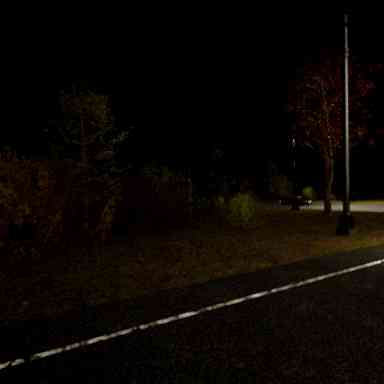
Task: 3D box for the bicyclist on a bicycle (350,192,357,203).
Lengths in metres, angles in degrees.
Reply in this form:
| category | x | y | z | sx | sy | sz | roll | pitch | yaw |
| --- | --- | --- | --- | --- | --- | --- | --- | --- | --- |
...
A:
| category | x | y | z | sx | sy | sz | roll | pitch | yaw |
| --- | --- | --- | --- | --- | --- | --- | --- | --- | --- |
| bicyclist on a bicycle | 22.844 | 0.822 | 47.161 | 1.656 | 1.620 | 0.582 | -1 | 0 | -31 |

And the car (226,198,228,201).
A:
| category | x | y | z | sx | sy | sz | roll | pitch | yaw |
| --- | --- | --- | --- | --- | --- | --- | --- | --- | --- |
| car | 5.583 | 1.501 | 61.532 | 1.895 | 1.301 | 4.718 | -3 | 1 | -30 |

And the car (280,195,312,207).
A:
| category | x | y | z | sx | sy | sz | roll | pitch | yaw |
| --- | --- | --- | --- | --- | --- | --- | --- | --- | --- |
| car | 14.470 | 1.205 | 46.408 | 2.128 | 1.511 | 4.902 | -3 | 1 | -31 |
